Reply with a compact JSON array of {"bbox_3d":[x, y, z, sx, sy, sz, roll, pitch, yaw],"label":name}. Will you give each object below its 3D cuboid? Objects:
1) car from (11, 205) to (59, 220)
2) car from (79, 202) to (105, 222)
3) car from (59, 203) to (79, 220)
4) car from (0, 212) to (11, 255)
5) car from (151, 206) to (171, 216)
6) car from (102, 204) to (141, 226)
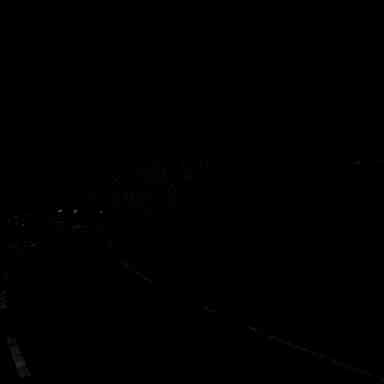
[{"bbox_3d":[-16.097,2.053,33.651,2.033,1.411,5.357,1,-1,7],"label":"car"},{"bbox_3d":[-8.931,1.951,32.839,2.097,1.767,4.553,1,-1,6],"label":"car"},{"bbox_3d":[-12.343,1.955,35.498,2.097,1.767,4.553,1,-1,7],"label":"car"},{"bbox_3d":[-7.463,1.615,11.012,1.882,1.535,5.008,1,-1,-23],"label":"car"},{"bbox_3d":[-4.131,2.493,44.421,1.994,1.385,4.181,1,-1,7],"label":"car"},{"bbox_3d":[-5.832,2.039,29.028,1.882,1.535,5.008,1,-1,5],"label":"car"}]
